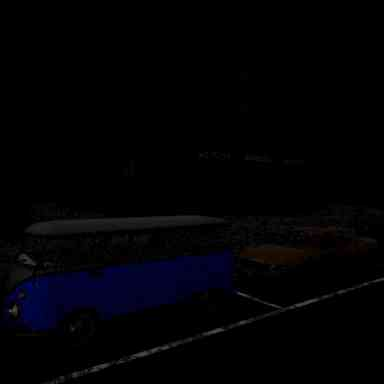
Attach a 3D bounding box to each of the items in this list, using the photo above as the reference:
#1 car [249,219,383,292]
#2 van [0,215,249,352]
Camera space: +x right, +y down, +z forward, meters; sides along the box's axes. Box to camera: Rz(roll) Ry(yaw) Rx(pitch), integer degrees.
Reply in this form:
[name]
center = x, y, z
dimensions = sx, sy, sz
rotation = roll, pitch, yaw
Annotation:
[car]
center = 3.216, 1.525, 8.927
dimensions = 4.829, 1.417, 1.752
rotation = 0, 0, -35
[van]
center = -1.079, 1.341, 5.877
dimensions = 3.998, 1.788, 1.690
rotation = 0, 0, -35
